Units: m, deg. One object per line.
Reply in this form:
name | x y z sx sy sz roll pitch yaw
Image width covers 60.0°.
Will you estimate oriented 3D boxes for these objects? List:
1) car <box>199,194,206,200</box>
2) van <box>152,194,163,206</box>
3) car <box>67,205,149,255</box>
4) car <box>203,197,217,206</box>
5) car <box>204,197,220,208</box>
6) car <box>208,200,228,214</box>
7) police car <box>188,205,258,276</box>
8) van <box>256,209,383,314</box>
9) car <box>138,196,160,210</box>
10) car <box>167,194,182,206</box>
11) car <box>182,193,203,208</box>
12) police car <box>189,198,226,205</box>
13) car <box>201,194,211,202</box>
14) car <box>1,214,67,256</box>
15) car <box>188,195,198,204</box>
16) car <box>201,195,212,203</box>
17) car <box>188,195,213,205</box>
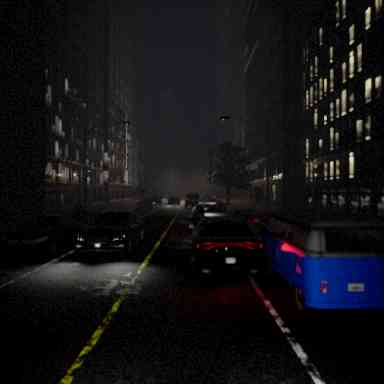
car | 2.893 1.355 92.712 1.887 1.381 4.507 0 0 0
van | -5.575 1.266 52.887 1.690 1.788 3.998 0 0 0
car | -3.071 1.489 13.263 1.837 1.490 4.892 0 0 0
car | 2.806 1.477 52.865 2.008 1.369 4.403 0 0 0
car | 2.793 1.489 47.173 2.008 1.369 4.403 0 0 0
car | 2.768 1.539 35.788 1.802 1.307 4.206 0 0 0
police car | 0.923 1.413 10.458 1.930 1.638 5.238 0 0 0
van | 2.706 1.332 7.326 1.690 1.788 3.998 0 0 0
car | -5.600 1.499 41.502 2.008 1.369 4.403 0 0 0
car | -2.962 1.399 54.476 1.882 1.535 5.008 0 0 0
car | 0.105 1.161 46.557 2.150 2.045 5.566 0 0 0
police car | 0.945 1.401 20.458 1.930 1.638 5.238 0 0 0
car | 2.843 1.320 69.942 1.967 1.590 4.097 0 0 0
car | -5.662 1.566 13.039 1.802 1.307 4.206 0 0 0
car | 0.133 1.409 61.112 1.837 1.490 4.892 0 0 0
car | 2.831 1.335 64.250 1.967 1.590 4.097 0 0 0
car | 0.956 1.320 26.319 2.097 1.767 4.553 0 0 0
